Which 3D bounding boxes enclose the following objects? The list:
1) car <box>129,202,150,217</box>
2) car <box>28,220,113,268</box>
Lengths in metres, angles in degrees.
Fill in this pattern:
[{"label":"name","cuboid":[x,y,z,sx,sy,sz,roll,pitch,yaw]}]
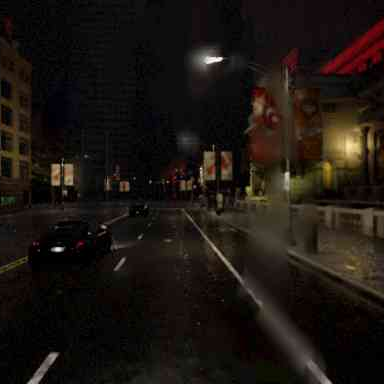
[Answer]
[{"label":"car","cuboid":[-5.543,1.851,35.326,2.128,1.511,4.902,0,-1,-4]},{"label":"car","cuboid":[-4.101,1.701,11.884,1.994,1.385,4.181,0,-1,-3]}]
